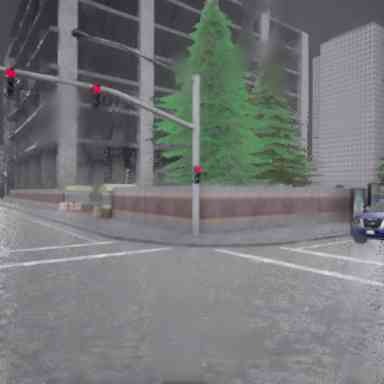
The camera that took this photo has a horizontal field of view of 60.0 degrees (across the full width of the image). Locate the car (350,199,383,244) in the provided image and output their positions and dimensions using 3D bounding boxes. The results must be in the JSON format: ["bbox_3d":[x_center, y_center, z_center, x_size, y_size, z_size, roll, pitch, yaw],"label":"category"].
[{"bbox_3d":[9.460,1.283,15.035,5.566,2.045,2.150,0,0,-35],"label":"car"}]
